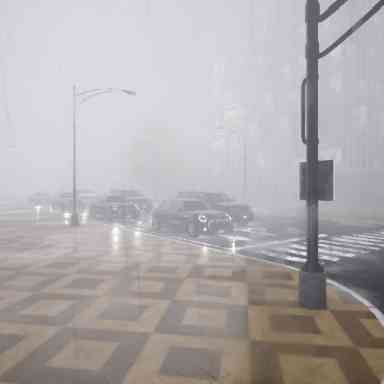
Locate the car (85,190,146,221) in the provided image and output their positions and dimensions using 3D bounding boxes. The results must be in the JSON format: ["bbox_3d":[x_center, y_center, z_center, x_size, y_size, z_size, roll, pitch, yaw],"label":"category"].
[{"bbox_3d":[-5.488,0.965,23.342,2.097,1.767,4.553,0,1,-38],"label":"car"}]

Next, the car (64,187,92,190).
[{"bbox_3d":[-12.127,0.558,37.051,2.150,2.045,5.566,0,1,-37],"label":"car"}]

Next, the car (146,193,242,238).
[{"bbox_3d":[-0.072,1.124,16.499,2.097,1.767,4.553,0,1,-38],"label":"car"}]

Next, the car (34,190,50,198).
[{"bbox_3d":[-28.753,0.281,63.747,1.812,1.442,4.674,0,1,-38],"label":"car"}]

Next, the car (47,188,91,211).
[{"bbox_3d":[-11.522,0.786,31.004,2.097,1.767,4.553,0,1,-38],"label":"car"}]

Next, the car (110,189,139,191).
[{"bbox_3d":[-5.507,0.754,28.616,2.150,2.045,5.566,0,1,-38],"label":"car"}]

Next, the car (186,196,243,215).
[{"bbox_3d":[1.936,1.138,29.976,2.033,1.411,5.357,0,1,-38],"label":"car"}]

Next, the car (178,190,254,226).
[{"bbox_3d":[1.118,0.950,20.194,2.150,2.045,5.566,0,1,-40],"label":"car"}]

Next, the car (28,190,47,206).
[{"bbox_3d":[-17.838,0.771,39.079,1.812,1.442,4.674,0,1,-38],"label":"car"}]
